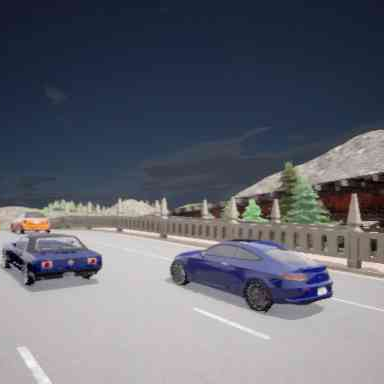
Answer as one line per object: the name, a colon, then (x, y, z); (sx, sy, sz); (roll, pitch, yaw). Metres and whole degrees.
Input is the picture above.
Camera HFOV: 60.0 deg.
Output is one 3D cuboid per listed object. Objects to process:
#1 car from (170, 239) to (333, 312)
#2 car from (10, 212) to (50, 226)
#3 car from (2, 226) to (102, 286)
car: (1.308, 1.971, 8.834); (1.812, 1.442, 4.674); (3, -3, -39)
car: (-12.912, 2.386, 26.446); (2.097, 1.767, 4.553); (3, -5, -39)
car: (-4.690, 1.985, 10.690); (1.895, 1.301, 4.718); (3, -3, -39)
